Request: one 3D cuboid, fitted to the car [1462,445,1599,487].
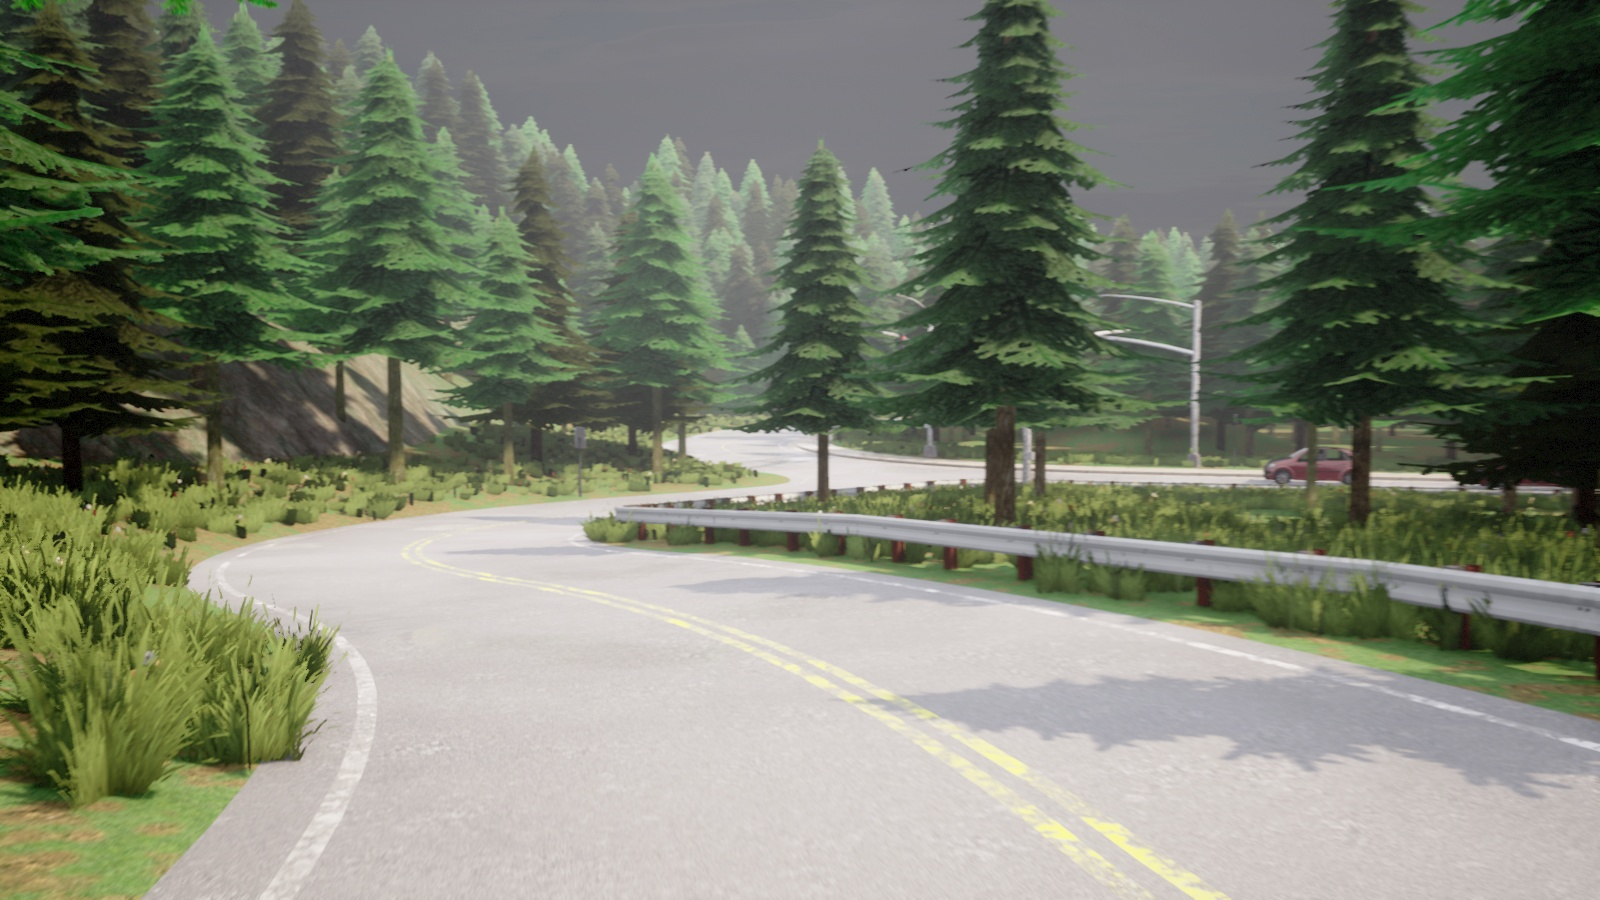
[{"bbox_3d":[29.853,0.634,51.073,4.792,1.488,2.163,1,4,15],"label":"car"}]

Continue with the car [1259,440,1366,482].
[{"bbox_3d":[21.681,0.449,53.286,3.988,1.617,1.851,1,4,15],"label":"car"}]
